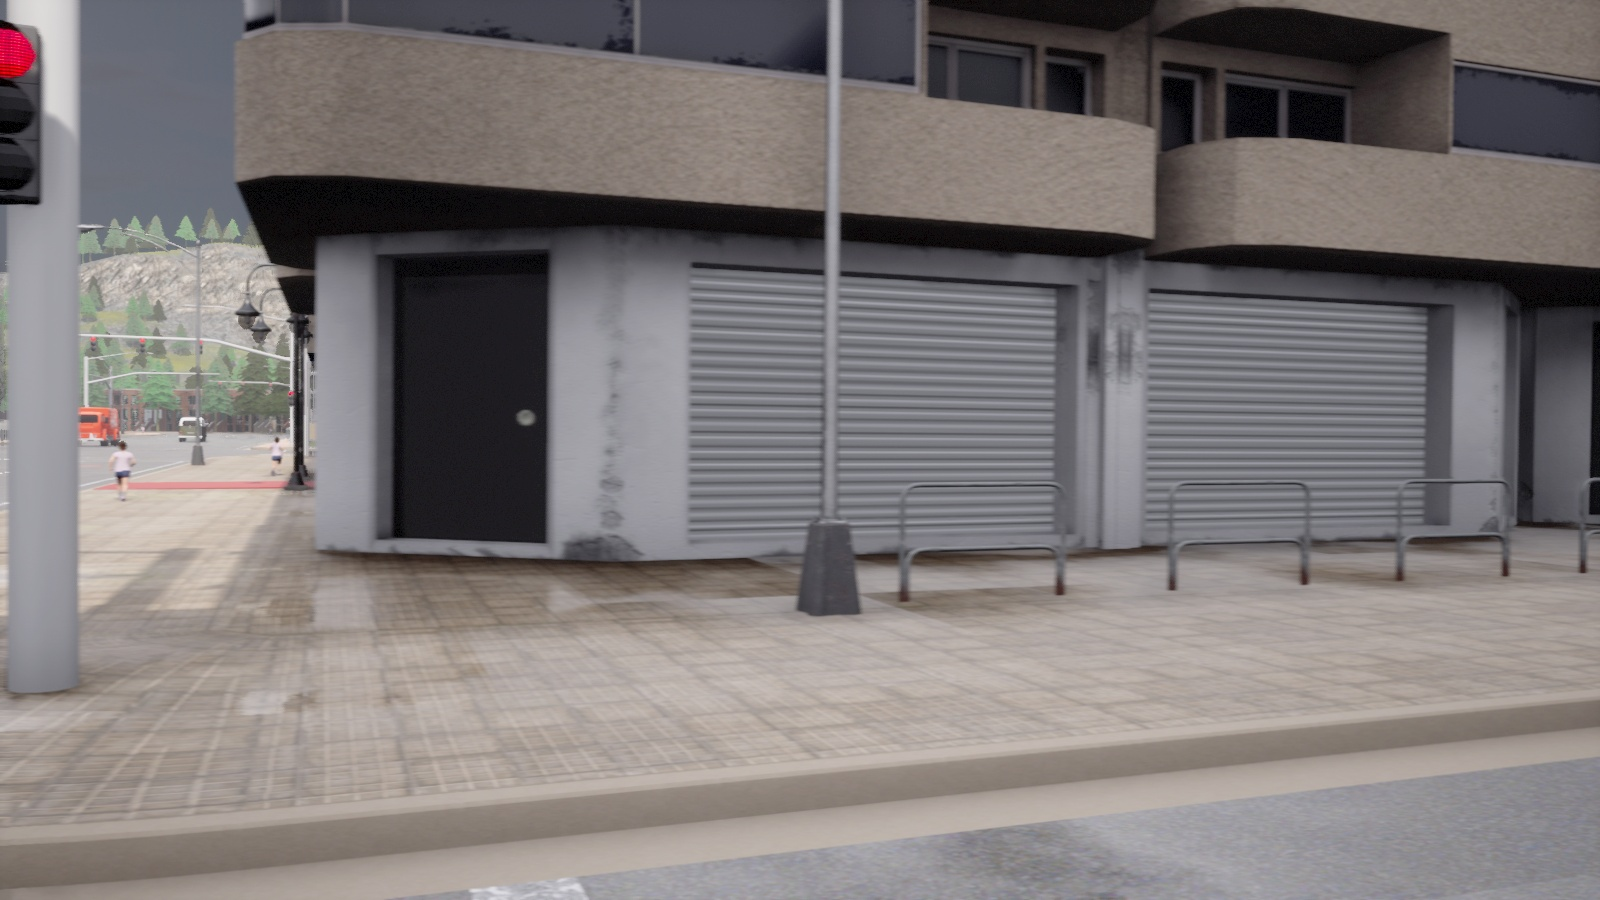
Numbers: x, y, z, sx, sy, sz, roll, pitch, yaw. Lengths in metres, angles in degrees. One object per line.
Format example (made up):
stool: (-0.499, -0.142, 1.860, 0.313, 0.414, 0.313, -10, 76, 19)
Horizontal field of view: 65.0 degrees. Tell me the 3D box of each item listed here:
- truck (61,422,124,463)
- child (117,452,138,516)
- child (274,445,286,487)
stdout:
truck: (-44.778, -0.490, 79.573, 2.627, 2.467, 5.204, -1, 1, -20)
child: (-11.973, 0.604, 22.373, 0.255, 1.110, 0.394, -1, 1, -20)
child: (-13.971, 0.438, 33.759, 0.255, 1.110, 0.394, -1, 1, -18)
